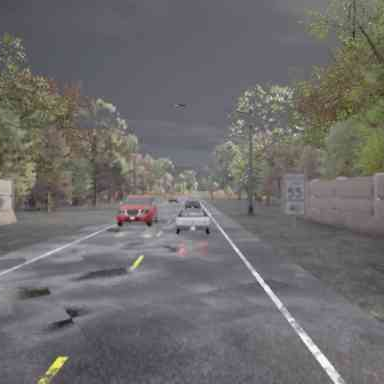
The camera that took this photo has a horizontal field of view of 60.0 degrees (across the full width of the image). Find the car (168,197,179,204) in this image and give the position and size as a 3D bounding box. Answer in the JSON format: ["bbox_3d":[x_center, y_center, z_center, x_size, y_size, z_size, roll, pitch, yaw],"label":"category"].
[{"bbox_3d":[-3.521,1.575,64.021,1.895,1.301,4.718,0,0,0],"label":"car"}]

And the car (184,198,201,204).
[{"bbox_3d":[0.088,1.508,41.608,1.837,1.490,4.892,0,0,0],"label":"car"}]

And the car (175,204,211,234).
[{"bbox_3d":[0.055,1.612,19.431,1.895,1.301,4.718,0,0,0],"label":"car"}]

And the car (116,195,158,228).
[{"bbox_3d":[-3.598,1.234,22.866,2.150,2.045,5.566,0,-1,0],"label":"car"}]
